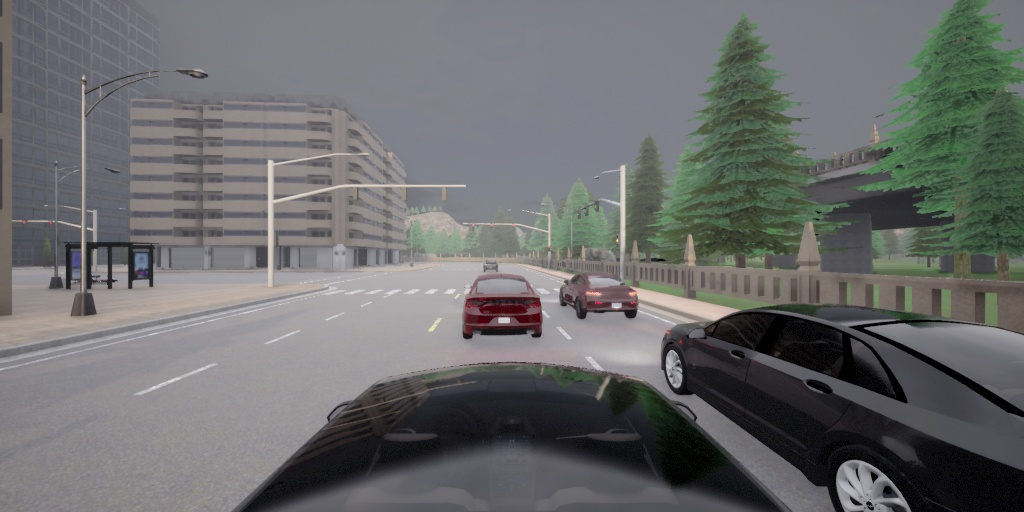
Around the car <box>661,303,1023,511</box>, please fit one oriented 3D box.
[{"bbox_3d":[3.258,1.255,3.746,1.837,1.490,4.892,0,0,0],"label":"car"}]

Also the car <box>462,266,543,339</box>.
[{"bbox_3d":[-0.340,1.228,10.161,1.882,1.535,5.008,0,0,-4],"label":"car"}]

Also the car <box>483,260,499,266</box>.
[{"bbox_3d":[-2.716,1.242,45.915,2.128,1.511,4.902,0,0,-4],"label":"car"}]

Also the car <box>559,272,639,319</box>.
[{"bbox_3d":[2.922,1.276,12.736,1.812,1.442,4.674,0,0,-3],"label":"car"}]
